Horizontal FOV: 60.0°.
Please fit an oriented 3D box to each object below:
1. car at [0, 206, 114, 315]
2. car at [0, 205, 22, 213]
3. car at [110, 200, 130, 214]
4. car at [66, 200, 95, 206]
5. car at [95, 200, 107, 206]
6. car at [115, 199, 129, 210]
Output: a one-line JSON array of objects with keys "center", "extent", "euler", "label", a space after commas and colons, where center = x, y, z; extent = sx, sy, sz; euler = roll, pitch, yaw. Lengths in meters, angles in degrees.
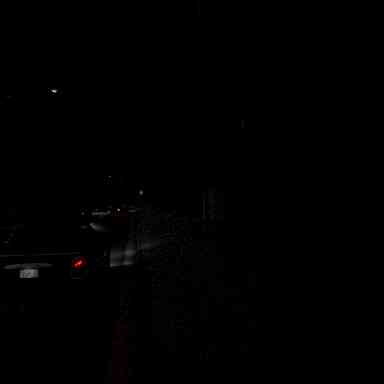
[{"center": [-3.068, 1.379, 7.621], "extent": [2.097, 1.767, 4.553], "euler": [0, 0, -10], "label": "car"}, {"center": [-6.692, 1.414, 11.886], "extent": [2.097, 1.767, 4.553], "euler": [0, 0, -10], "label": "car"}, {"center": [-8.258, 1.647, 37.995], "extent": [1.837, 1.490, 4.892], "euler": [0, 0, -9], "label": "car"}, {"center": [-9.232, 1.595, 26.619], "extent": [1.882, 1.535, 5.008], "euler": [0, 0, -10], "label": "car"}, {"center": [-11.772, 1.733, 41.869], "extent": [2.033, 1.411, 5.357], "euler": [0, 0, -10], "label": "car"}, {"center": [-10.089, 1.790, 48.303], "extent": [1.895, 1.301, 4.718], "euler": [0, 0, -10], "label": "car"}]
